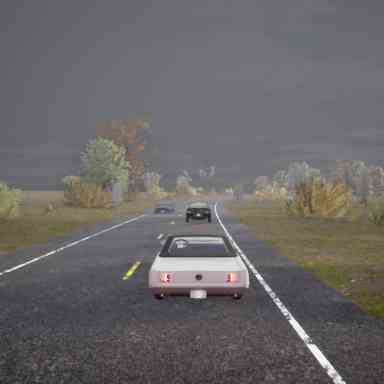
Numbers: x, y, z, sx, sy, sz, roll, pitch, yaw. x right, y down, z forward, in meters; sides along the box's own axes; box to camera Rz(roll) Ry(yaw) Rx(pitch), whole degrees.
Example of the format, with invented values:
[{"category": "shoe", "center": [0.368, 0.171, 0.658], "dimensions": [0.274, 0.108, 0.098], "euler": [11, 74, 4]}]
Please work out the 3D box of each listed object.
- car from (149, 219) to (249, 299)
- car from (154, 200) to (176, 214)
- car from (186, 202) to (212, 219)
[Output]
[{"category": "car", "center": [0.134, 1.603, 8.367], "dimensions": [1.895, 1.301, 4.718], "euler": [0, 0, 0]}, {"category": "car", "center": [-2.765, 1.554, 35.288], "dimensions": [2.033, 1.411, 5.357], "euler": [0, 0, 3]}, {"category": "car", "center": [0.539, 1.482, 26.057], "dimensions": [1.882, 1.535, 5.008], "euler": [0, 0, 2]}]
